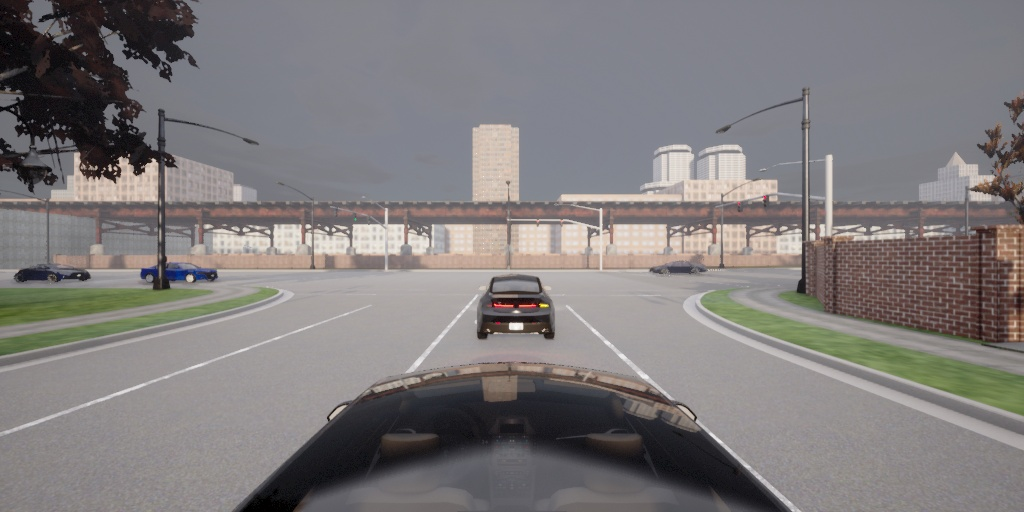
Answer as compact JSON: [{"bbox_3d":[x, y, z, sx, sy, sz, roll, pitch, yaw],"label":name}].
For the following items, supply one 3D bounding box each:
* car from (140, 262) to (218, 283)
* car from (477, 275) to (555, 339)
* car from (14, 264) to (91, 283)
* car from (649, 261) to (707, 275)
[{"bbox_3d":[-25.226,1.226,27.291,5.008,1.535,1.882,0,0,2],"label":"car"},{"bbox_3d":[0.093,1.255,10.060,1.837,1.490,4.892,0,0,0],"label":"car"},{"bbox_3d":[-35.254,1.313,27.600,4.181,1.385,1.994,0,0,2],"label":"car"},{"bbox_3d":[17.025,1.224,36.855,5.357,1.411,2.033,0,0,2],"label":"car"}]
